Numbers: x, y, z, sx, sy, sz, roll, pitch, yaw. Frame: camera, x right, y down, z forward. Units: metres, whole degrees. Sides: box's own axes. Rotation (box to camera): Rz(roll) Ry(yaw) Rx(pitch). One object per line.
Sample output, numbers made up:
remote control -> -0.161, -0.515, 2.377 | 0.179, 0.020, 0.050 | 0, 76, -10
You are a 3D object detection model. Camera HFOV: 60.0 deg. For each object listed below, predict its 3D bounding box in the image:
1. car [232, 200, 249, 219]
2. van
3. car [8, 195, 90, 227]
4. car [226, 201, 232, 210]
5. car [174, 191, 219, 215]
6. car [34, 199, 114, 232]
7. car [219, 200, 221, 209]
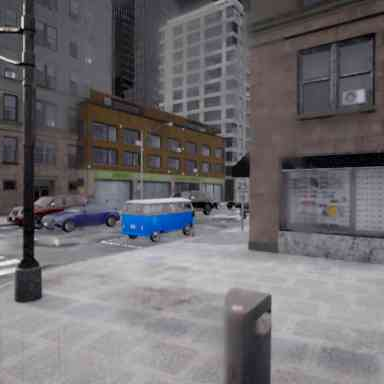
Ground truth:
car -> 5.066, 1.276, 24.589 | 2.008, 1.369, 4.403 | 1, 1, 35
van -> -1.406, 1.204, 15.425 | 1.690, 1.788, 3.998 | 1, 1, 35
car -> -8.368, 1.115, 20.343 | 2.192, 1.841, 5.009 | 1, 2, 35
car -> 5.485, 1.171, 35.344 | 1.895, 1.301, 4.718 | 1, 1, 36
car -> -0.376, 0.917, 27.056 | 2.150, 2.045, 5.566 | 1, 1, 35
car -> -6.145, 1.344, 18.898 | 1.812, 1.442, 4.674 | 1, 1, 35
car -> 1.341, 1.159, 34.091 | 1.947, 1.339, 4.313 | 1, 2, 35
